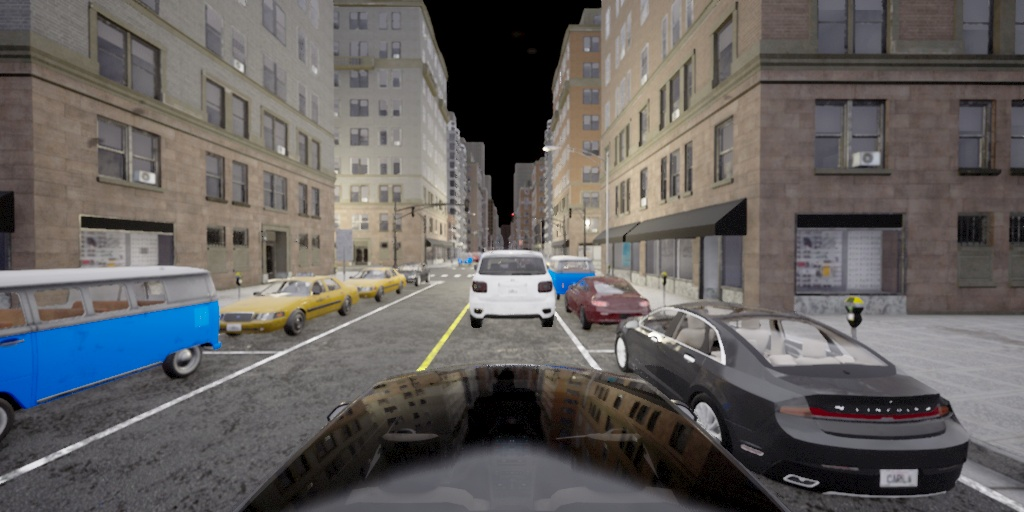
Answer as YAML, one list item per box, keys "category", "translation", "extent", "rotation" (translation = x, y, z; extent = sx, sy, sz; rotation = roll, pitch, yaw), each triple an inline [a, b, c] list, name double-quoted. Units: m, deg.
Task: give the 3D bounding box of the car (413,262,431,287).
- category: "car"
  translation: [-6.063, 1.033, 21.556]
  extent: [2.007, 1.370, 4.403]
  rotation: [0, 0, -1]

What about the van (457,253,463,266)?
- category: "van"
  translation: [-6.349, 0.442, 48.748]
  extent: [1.690, 1.789, 3.998]
  rotation: [0, 0, -1]

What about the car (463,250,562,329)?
- category: "car"
  translation: [-0.019, 0.849, 10.928]
  extent: [2.150, 2.045, 5.566]
  rotation: [0, 1, -1]

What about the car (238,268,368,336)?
- category: "car"
  translation: [-5.942, 1.165, 10.051]
  extent: [1.751, 1.417, 4.829]
  rotation: [0, 0, -1]

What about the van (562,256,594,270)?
- category: "van"
  translation: [2.521, 0.897, 15.995]
  extent: [1.690, 1.789, 3.998]
  rotation: [0, 0, -1]

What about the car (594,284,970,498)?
- category: "car"
  translation: [2.641, 1.261, 4.656]
  extent: [2.007, 1.370, 4.403]
  rotation: [0, 0, -1]

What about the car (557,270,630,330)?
- category: "car"
  translation: [2.581, 1.217, 10.326]
  extent: [1.802, 1.307, 4.207]
  rotation: [0, 0, -1]

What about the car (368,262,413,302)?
- category: "car"
  translation: [-6.002, 1.087, 15.720]
  extent: [1.751, 1.417, 4.829]
  rotation: [0, 0, -1]

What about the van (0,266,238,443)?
- category: "van"
  translation: [-5.884, 1.057, 4.552]
  extent: [1.690, 1.789, 3.998]
  rotation: [0, 0, -1]
